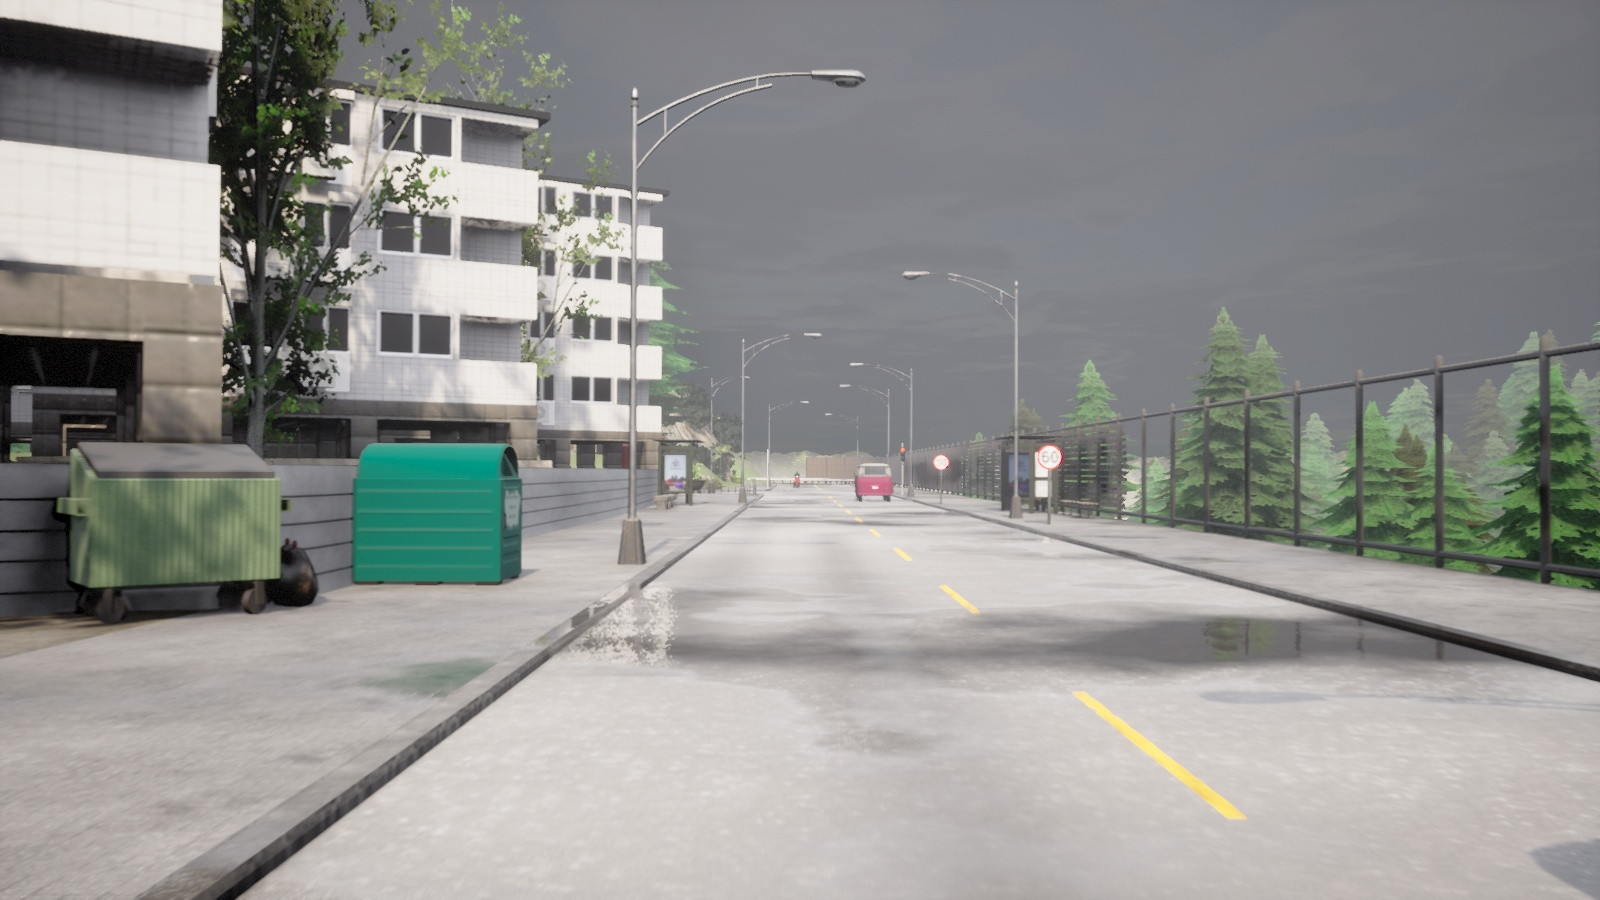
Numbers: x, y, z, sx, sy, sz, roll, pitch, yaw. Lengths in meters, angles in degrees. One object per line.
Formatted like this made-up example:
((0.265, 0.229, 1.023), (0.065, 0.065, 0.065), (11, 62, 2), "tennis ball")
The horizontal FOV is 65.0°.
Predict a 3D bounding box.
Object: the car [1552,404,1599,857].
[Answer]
((3.991, 0.616, 2.329), (2.152, 1.651, 5.027), (0, -1, 0), "car")

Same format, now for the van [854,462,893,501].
((3.826, 1.660, 66.182), (1.775, 1.987, 4.442), (0, -1, 0), "van")
